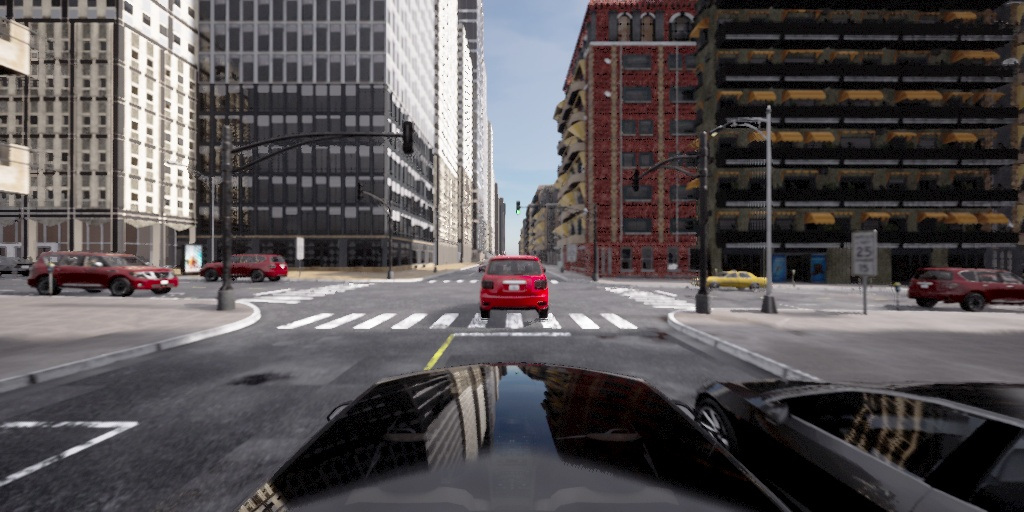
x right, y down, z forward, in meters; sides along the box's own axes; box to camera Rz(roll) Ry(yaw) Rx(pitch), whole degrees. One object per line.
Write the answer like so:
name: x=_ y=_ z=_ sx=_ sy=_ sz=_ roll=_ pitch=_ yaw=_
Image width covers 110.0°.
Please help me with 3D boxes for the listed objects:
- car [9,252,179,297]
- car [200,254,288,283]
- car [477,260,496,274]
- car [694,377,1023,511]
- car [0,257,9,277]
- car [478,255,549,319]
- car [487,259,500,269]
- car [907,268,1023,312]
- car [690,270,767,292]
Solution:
car: x=-17.571 y=0.769 z=15.493 sx=5.009 sy=1.841 sz=2.192 roll=0 pitch=0 yaw=0
car: x=-17.703 y=0.796 z=23.873 sx=5.009 sy=1.841 sz=2.192 roll=0 pitch=0 yaw=0
car: x=-3.079 y=1.274 z=44.277 sx=1.882 sy=1.535 sz=5.008 roll=0 pitch=0 yaw=0
car: x=2.689 y=1.316 z=1.822 sx=1.948 sy=1.339 sz=4.313 roll=0 pitch=0 yaw=0
car: x=-34.344 y=0.735 z=23.733 sx=4.313 sy=1.339 sz=1.948 roll=0 pitch=0 yaw=0
car: x=0.078 y=0.988 z=12.965 sx=2.150 sy=2.045 sz=5.566 roll=0 pitch=0 yaw=0
car: x=-3.039 y=1.324 z=59.783 sx=1.837 sy=1.490 sz=4.892 roll=0 pitch=0 yaw=1
car: x=20.603 y=1.473 z=15.845 sx=5.009 sy=1.841 sz=2.192 roll=0 pitch=0 yaw=0
car: x=14.637 y=1.606 z=24.143 sx=4.829 sy=1.417 sz=1.751 roll=0 pitch=0 yaw=0
